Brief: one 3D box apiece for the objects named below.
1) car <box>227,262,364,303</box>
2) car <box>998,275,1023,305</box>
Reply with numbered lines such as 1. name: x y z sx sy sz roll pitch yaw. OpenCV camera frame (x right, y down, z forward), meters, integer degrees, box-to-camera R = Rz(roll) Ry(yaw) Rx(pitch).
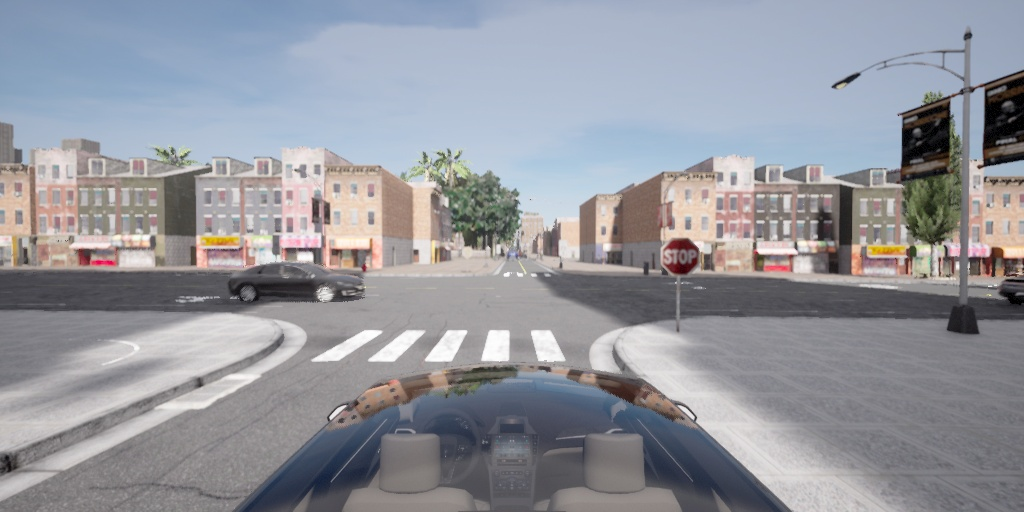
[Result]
1. car: -8.447 1.006 14.241 4.892 1.490 1.837 1 1 0
2. car: 22.700 1.358 14.296 4.902 1.511 2.128 1 1 0
